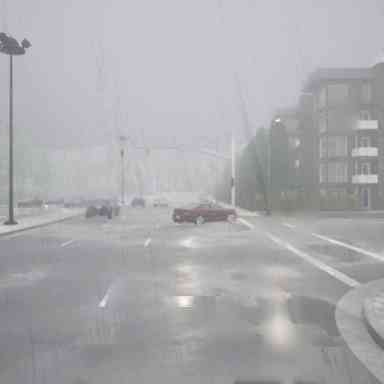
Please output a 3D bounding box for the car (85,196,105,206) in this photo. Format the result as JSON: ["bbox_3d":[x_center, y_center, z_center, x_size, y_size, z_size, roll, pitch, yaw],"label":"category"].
[{"bbox_3d":[-16.359,1.453,56.104,1.882,1.535,5.008,0,0,1],"label":"car"}]

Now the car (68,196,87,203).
[{"bbox_3d":[-23.305,1.509,67.712,2.033,1.411,5.357,0,0,0],"label":"car"}]

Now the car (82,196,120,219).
[{"bbox_3d":[-7.727,1.339,29.226,2.097,1.767,4.553,0,0,-2],"label":"car"}]

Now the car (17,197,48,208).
[{"bbox_3d":[-23.320,1.456,48.150,1.882,1.535,5.008,0,0,0],"label":"car"}]

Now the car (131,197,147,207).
[{"bbox_3d":[-8.187,1.482,51.519,1.837,1.490,4.892,0,0,0],"label":"car"}]

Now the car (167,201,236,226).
[{"bbox_3d":[0.972,1.467,23.262,5.008,1.535,1.882,0,-1,-41],"label":"car"}]

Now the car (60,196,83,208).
[{"bbox_3d":[-16.329,1.331,46.996,2.097,1.767,4.553,0,0,0],"label":"car"}]

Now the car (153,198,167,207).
[{"bbox_3d":[-4.687,1.579,49.959,1.895,1.301,4.718,0,0,0],"label":"car"}]

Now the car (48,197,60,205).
[{"bbox_3d":[-23.324,1.522,57.311,2.033,1.411,5.357,0,0,1],"label":"car"}]

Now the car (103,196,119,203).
[{"bbox_3d":[-16.305,1.518,67.299,2.033,1.411,5.357,0,0,0],"label":"car"}]
